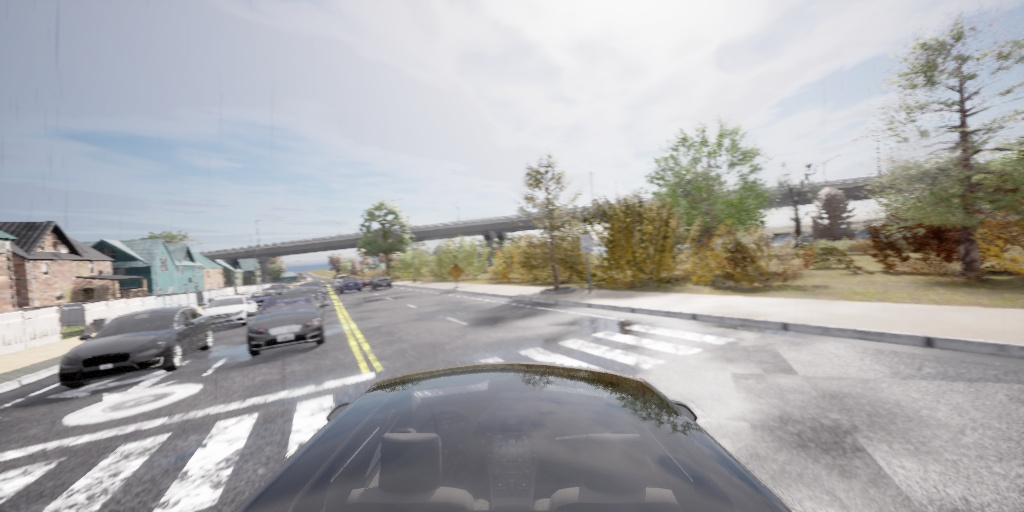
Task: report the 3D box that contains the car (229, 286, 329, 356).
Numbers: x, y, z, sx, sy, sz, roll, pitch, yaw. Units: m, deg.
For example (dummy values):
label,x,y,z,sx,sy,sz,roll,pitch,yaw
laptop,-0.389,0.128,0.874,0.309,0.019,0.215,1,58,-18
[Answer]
label,x,y,z,sx,sy,sz,roll,pitch,yaw
car,-7.028,1.978,11.470,2.128,1.511,4.902,-5,-1,-28

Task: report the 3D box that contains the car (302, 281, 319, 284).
label,x,y,z,sx,sy,sz,roll,pitch,yaw
car,-16.527,2.900,29.588,2.097,1.767,4.553,-5,-1,-28

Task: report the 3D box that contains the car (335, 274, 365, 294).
label,x,y,z,sx,sy,sz,roll,pitch,yaw
car,-17.947,3.131,39.677,2.097,1.767,4.553,-5,-1,-28

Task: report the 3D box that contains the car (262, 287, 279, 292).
label,x,y,z,sx,sy,sz,roll,pitch,yaw
car,-18.760,3.334,26.899,1.895,1.301,4.718,-5,-1,-28

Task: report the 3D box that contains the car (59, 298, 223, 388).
label,x,y,z,sx,sy,sz,roll,pitch,yaw
car,-9.809,2.237,9.799,1.837,1.490,4.892,-5,-1,-28

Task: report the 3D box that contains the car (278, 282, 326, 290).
label,x,y,z,sx,sy,sz,roll,pitch,yaw
car,-11.294,2.467,19.609,1.837,1.490,4.892,-5,-1,-28

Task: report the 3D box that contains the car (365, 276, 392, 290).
label,x,y,z,sx,sy,sz,roll,pitch,yaw
car,-14.754,2.977,40.367,2.128,1.511,4.902,-5,-1,-28

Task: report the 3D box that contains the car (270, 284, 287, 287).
label,x,y,z,sx,sy,sz,roll,pitch,yaw
car,-23.599,3.629,36.183,2.097,1.767,4.553,-5,-1,-27

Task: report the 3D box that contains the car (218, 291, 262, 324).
label,x,y,z,sx,sy,sz,roll,pitch,yaw
car,-14.093,2.736,17.984,1.812,1.442,4.674,-5,-1,-28

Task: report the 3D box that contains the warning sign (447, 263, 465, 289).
label,x,y,z,sx,sy,sz,roll,pitch,yaw
warning sign,-4.028,1.457,26.127,1.300,1.860,1.060,0,0,-28
